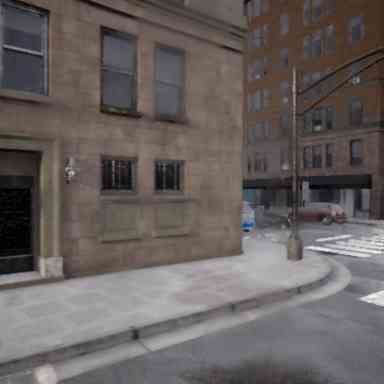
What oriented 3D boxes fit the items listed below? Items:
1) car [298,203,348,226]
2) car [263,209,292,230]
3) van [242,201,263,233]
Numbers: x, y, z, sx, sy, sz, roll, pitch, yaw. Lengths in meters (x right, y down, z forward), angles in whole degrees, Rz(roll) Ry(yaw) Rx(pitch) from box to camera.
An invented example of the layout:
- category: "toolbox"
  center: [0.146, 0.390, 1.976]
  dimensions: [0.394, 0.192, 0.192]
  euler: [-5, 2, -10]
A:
- category: "car"
  center: [8.810, 1.462, 23.795]
  dimensions: [1.967, 1.590, 4.097]
  euler: [0, 0, -35]
- category: "car"
  center: [3.604, 1.569, 21.142]
  dimensions: [2.033, 1.411, 5.357]
  euler: [0, 0, -37]
- category: "van"
  center: [1.829, 1.363, 18.901]
  dimensions: [1.690, 1.788, 3.998]
  euler: [0, 0, -35]
